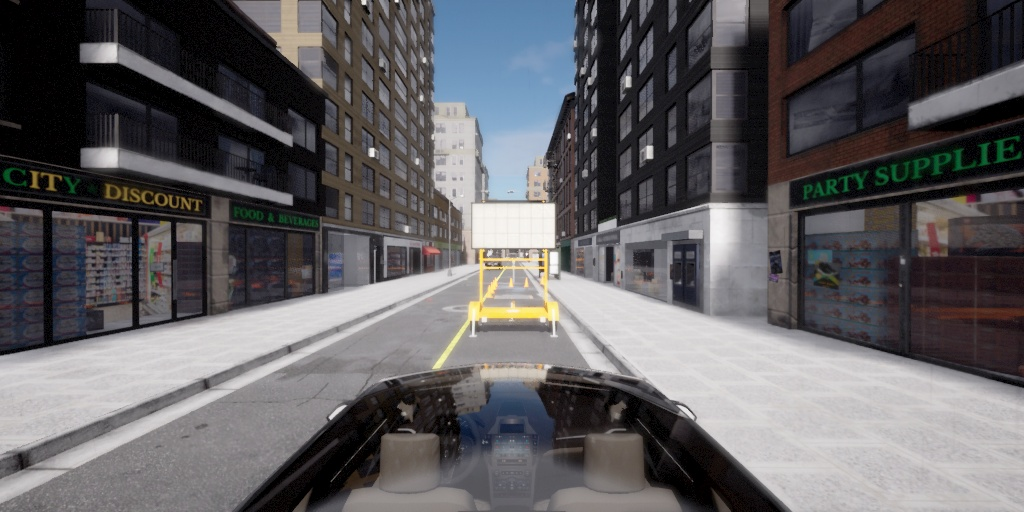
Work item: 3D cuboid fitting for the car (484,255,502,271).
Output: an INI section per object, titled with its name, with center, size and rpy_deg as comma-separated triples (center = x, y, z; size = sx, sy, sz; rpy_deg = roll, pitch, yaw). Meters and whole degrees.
[car]
center = -2.512, 0.944, 48.915
size = 2.150, 2.045, 5.566
rpy_deg = 0, 0, 0

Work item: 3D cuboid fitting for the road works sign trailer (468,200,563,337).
[road works sign trailer]
center = 0.047, 0.213, 10.257
size = 2.380, 3.560, 2.880
rpy_deg = 0, 0, 0
